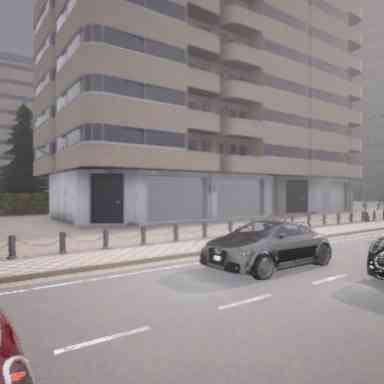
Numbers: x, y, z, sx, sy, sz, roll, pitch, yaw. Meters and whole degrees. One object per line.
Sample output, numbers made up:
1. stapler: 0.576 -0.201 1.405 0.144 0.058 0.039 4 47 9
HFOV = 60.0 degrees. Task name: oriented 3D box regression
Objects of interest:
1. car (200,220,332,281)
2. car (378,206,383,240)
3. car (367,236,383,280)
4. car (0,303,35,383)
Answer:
1. car: 2.283 1.554 9.914 4.181 1.385 1.994 0 0 -36
2. car: 11.346 1.452 16.324 5.008 1.535 1.882 0 0 -35
3. car: 6.546 1.337 8.645 4.553 1.767 2.097 0 0 -35
4. car: -3.261 1.355 1.663 4.553 1.767 2.097 0 0 -36
